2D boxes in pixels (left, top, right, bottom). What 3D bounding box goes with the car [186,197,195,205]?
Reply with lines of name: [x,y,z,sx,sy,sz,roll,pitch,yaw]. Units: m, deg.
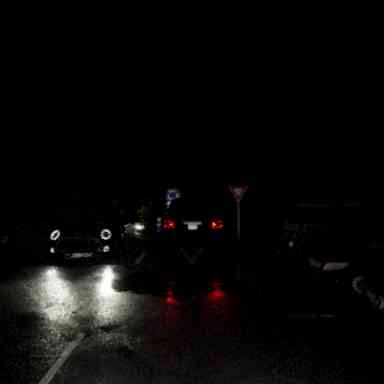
car: [-0.325,1.863,68.644,1.837,1.490,4.892,0,0,1]

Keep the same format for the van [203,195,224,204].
van: [4.769,1.612,73.336,4.442,1.987,1.878,0,0,0]

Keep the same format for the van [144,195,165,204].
van: [-8.311,1.612,73.386,4.442,1.987,1.878,0,0,0]

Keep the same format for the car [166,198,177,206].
car: [-3.903,1.869,65.437,1.837,1.490,4.892,0,0,0]

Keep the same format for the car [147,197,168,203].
car: [-8.471,1.871,81.714,4.792,1.488,2.163,0,0,0]

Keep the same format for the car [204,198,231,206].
car: [4.701,1.883,62.389,4.792,1.488,2.163,0,0,0]

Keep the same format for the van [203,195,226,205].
van: [4.554,1.612,67.780,4.442,1.987,1.878,0,0,0]

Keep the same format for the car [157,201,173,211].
car: [-3.940,2.075,49.178,1.895,1.301,4.718,0,0,0]

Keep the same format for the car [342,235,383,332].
car: [5.038,1.535,4.905,4.674,1.452,2.002,0,0,0]

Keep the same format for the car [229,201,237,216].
car: [4.712,2.051,37.459,5.008,1.535,2.097,0,0,0]

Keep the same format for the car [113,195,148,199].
car: [-8.349,1.732,45.632,5.566,2.045,2.435,0,0,0]

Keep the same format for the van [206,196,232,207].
van: [4.794,1.645,59.617,4.442,1.987,1.878,0,0,0]

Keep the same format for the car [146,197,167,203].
car: [-8.467,1.869,78.937,4.792,1.488,2.163,0,0,0]

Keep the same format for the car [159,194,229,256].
car: [0.177,1.242,13.382,2.150,2.045,5.566,0,0,3]

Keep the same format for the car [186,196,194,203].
car: [-0.397,1.671,78.800,1.882,1.535,5.008,0,0,0]

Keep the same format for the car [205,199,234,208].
car: [4.654,1.922,56.724,4.792,1.488,2.163,0,0,0]

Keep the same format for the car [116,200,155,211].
car: [-8.197,1.958,48.411,5.366,1.575,1.946,0,0,0]

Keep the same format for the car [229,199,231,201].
car: [4.743,1.903,40.229,4.553,1.767,2.185,0,0,0]

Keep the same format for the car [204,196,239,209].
car: [4.716,1.664,53.953,5.566,2.045,2.435,0,0,0]

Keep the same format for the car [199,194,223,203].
car: [4.610,1.590,81.646,5.566,2.045,2.435,0,0,0]

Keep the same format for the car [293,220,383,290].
car: [5.035,1.533,7.690,4.674,1.452,2.002,0,0,0]

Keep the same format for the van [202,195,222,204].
van: [4.531,1.613,76.106,4.442,1.987,1.878,0,0,0]

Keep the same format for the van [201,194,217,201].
van: [4.734,1.620,92.853,4.442,1.987,1.878,0,0,0]

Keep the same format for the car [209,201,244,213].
car: [4.700,2.024,45.646,4.674,1.452,2.002,0,0,0]

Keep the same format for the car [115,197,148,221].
car: [-4.684,1.737,30.832,2.150,2.045,5.566,0,-2,13]

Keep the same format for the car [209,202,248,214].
car: [4.678,2.036,42.876,4.792,1.488,2.163,0,0,0]

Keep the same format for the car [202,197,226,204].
car: [4.663,1.836,70.566,5.008,1.535,2.097,0,0,0]

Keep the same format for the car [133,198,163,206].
car: [-8.222,1.851,62.289,5.366,1.575,1.946,0,0,0]

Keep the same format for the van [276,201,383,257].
van: [4.903,1.267,10.364,4.442,1.987,1.878,-1,0,0]

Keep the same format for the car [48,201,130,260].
car: [-3.711,1.368,12.449,2.097,1.767,4.553,0,0,-5]

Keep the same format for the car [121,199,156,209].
car: [-8.578,1.912,53.962,5.366,1.575,1.946,0,0,0]

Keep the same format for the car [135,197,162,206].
car: [-8.418,1.844,65.056,4.892,1.521,2.231,0,0,0]

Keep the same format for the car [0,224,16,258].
car: [-8.079,1.521,10.268,4.792,1.488,2.163,0,0,0]

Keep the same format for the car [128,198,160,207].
car: [-8.588,1.867,59.635,5.366,1.575,1.946,0,0,0]

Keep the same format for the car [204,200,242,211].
car: [4.512,1.958,48.415,5.366,1.575,1.946,0,0,0]
